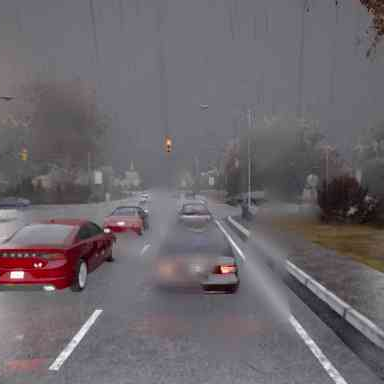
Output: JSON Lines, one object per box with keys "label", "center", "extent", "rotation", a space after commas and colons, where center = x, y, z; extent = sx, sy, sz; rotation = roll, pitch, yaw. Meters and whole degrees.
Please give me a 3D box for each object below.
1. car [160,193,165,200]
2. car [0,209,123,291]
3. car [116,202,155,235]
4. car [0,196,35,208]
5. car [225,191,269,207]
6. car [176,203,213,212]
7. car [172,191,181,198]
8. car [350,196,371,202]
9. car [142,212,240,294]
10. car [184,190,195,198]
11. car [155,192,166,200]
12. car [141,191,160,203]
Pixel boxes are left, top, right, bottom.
{"label": "car", "center": [-7.046, 0.962, 65.351], "extent": [2.128, 1.511, 4.902], "rotation": [0, 1, 0]}
{"label": "car", "center": [-3.396, 1.445, 8.936], "extent": [1.882, 1.535, 5.008], "rotation": [0, 0, 0]}
{"label": "car", "center": [-3.397, 1.458, 17.923], "extent": [1.994, 1.385, 4.181], "rotation": [0, 0, 0]}
{"label": "car", "center": [-22.386, 1.239, 41.098], "extent": [5.357, 1.411, 2.033], "rotation": [0, 1, -3]}
{"label": "car", "center": [7.139, 0.895, 43.153], "extent": [5.566, 2.045, 2.150], "rotation": [0, 1, 3]}
{"label": "car", "center": [0.131, 1.380, 18.556], "extent": [2.128, 1.511, 4.902], "rotation": [0, 0, -1]}
{"label": "car", "center": [-4.003, 0.720, 86.388], "extent": [2.128, 1.511, 4.902], "rotation": [0, 1, -4]}
{"label": "car", "center": [21.925, 1.196, 43.589], "extent": [4.674, 1.442, 1.812], "rotation": [0, 1, -4]}
{"label": "car", "center": [0.101, 1.516, 8.863], "extent": [2.033, 1.411, 5.357], "rotation": [0, 0, 0]}
{"label": "car", "center": [-0.480, 0.426, 86.064], "extent": [2.150, 2.045, 5.566], "rotation": [0, 1, -4]}
{"label": "car", "center": [-7.114, 0.872, 75.739], "extent": [2.128, 1.511, 4.902], "rotation": [0, 1, -1]}
{"label": "car", "center": [-7.087, 0.791, 55.178], "extent": [2.150, 2.045, 5.566], "rotation": [0, 1, 0]}
